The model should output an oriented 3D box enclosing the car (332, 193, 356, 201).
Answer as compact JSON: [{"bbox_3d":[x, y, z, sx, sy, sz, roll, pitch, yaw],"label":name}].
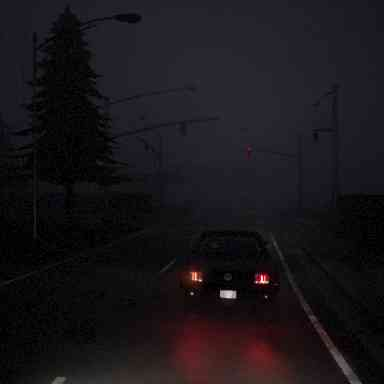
[{"bbox_3d":[34.421,1.097,75.395,4.605,1.855,1.932,0,0,10],"label":"car"}]

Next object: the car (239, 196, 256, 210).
[{"bbox_3d":[7.181,1.352,43.278,2.097,1.767,4.553,0,0,10],"label":"car"}]

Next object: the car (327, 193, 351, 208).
[{"bbox_3d":[20.193,1.331,43.072,5.027,1.636,2.152,0,0,10],"label":"car"}]

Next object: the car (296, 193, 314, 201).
[{"bbox_3d":[26.063,1.361,76.823,3.806,1.475,1.970,0,0,10],"label":"car"}]

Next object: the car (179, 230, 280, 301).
[{"bbox_3d":[0.980,1.601,8.337,1.895,1.301,4.718,0,0,8],"label":"car"}]

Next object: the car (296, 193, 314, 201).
[{"bbox_3d":[27.239,1.077,79.992,3.866,1.878,1.905,0,0,10],"label":"car"}]
